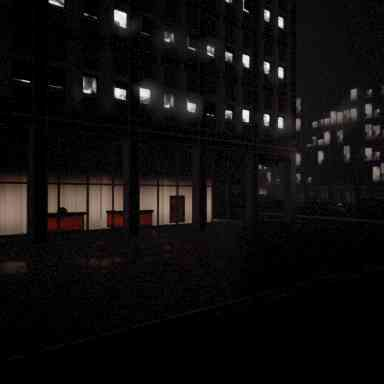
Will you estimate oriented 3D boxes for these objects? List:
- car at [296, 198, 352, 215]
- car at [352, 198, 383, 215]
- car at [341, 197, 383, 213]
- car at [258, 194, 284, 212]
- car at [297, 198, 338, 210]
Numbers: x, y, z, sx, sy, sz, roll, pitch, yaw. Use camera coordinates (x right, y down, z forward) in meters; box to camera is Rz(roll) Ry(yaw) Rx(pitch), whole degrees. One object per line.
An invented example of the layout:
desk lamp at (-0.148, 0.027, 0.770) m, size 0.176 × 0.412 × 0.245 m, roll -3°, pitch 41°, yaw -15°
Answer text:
car at (12.008, 1.415, 31.351) m, size 1.752 × 1.417 × 4.829 m, roll 1°, pitch 0°, yaw -36°
car at (16.507, 1.400, 29.835) m, size 1.882 × 1.535 × 5.008 m, roll 0°, pitch 1°, yaw -38°
car at (18.858, 1.360, 36.620) m, size 1.967 × 1.590 × 4.097 m, roll 1°, pitch 0°, yaw -36°
car at (8.560, 1.171, 36.074) m, size 2.192 × 1.841 × 5.009 m, roll 1°, pitch 0°, yaw -36°
car at (15.459, 1.438, 41.170) m, size 2.008 × 1.369 × 4.403 m, roll 1°, pitch 0°, yaw -36°
